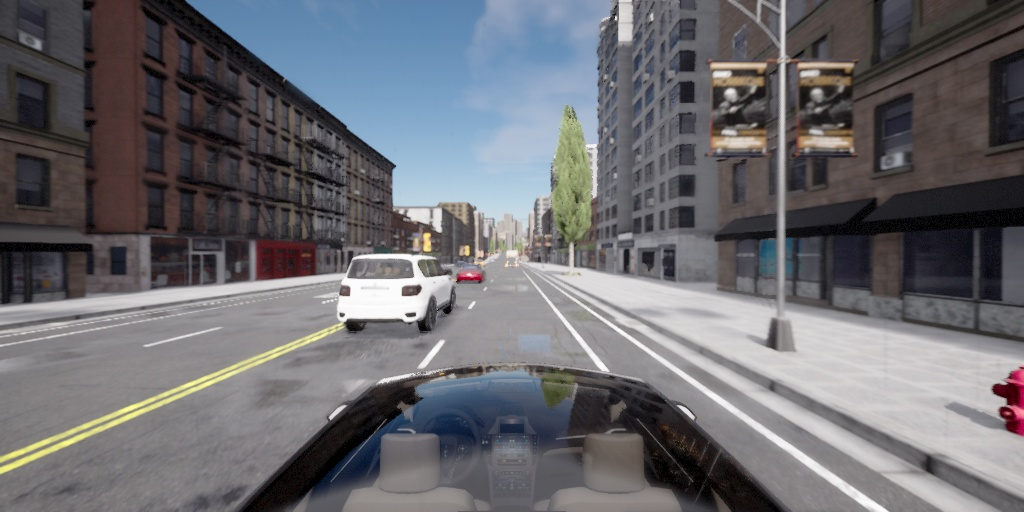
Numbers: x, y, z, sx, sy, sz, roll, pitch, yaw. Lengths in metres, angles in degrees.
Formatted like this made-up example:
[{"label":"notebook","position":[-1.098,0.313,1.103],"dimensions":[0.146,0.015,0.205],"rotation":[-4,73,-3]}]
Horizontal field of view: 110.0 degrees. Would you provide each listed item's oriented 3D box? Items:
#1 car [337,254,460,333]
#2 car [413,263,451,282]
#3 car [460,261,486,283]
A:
[{"label":"car","position":[-3.155,0.974,10.929],"dimensions":[2.150,2.045,5.566],"rotation":[0,0,0]},{"label":"car","position":[-6.604,1.338,30.415],"dimensions":[2.033,1.411,5.357],"rotation":[0,0,0]},{"label":"car","position":[-3.158,1.350,28.426],"dimensions":[1.994,1.385,4.181],"rotation":[0,0,0]}]
